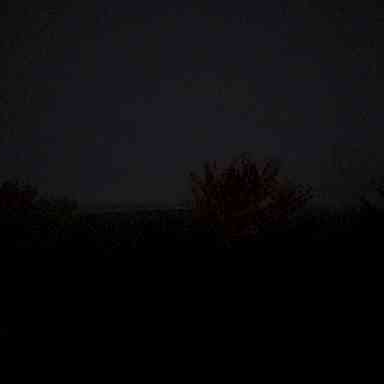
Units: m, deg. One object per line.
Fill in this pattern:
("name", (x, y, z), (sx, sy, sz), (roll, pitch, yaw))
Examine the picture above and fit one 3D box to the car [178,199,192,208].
("car", (-0.488, 2.029, 60.574), (2.128, 1.511, 4.902), (-1, -1, 36))
